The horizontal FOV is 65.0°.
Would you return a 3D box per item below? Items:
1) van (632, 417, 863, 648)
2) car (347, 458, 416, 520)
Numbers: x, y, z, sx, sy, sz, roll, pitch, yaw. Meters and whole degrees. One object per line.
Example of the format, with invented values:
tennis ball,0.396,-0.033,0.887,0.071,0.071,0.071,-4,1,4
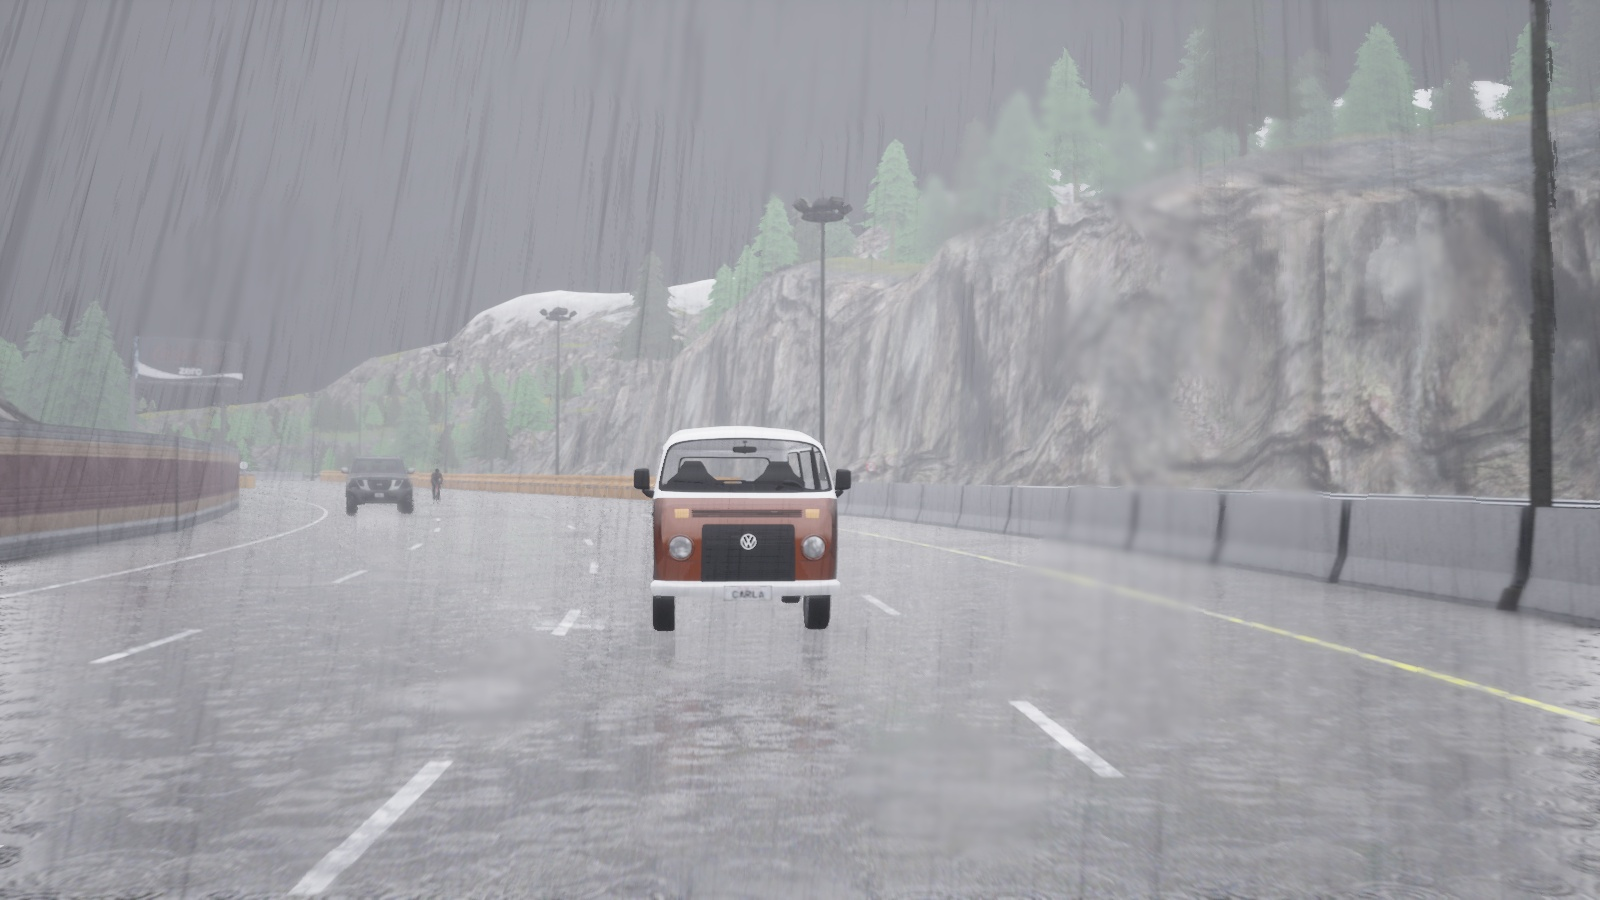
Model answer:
van,-0.707,0.767,13.465,2.069,2.038,4.480,0,-1,-6
car,-14.786,1.338,44.173,2.150,2.045,5.566,0,-1,-20
